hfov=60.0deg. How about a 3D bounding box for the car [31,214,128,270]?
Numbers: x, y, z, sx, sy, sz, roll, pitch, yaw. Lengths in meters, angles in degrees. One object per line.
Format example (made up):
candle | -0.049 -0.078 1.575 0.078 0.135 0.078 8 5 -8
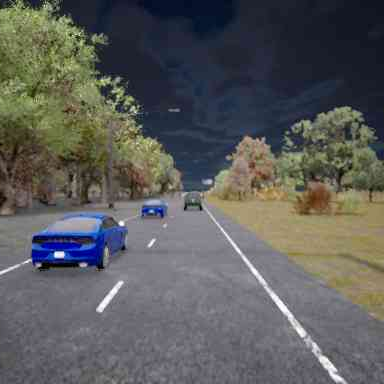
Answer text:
car | -3.399 1.447 10.990 1.882 1.535 5.008 0 0 0

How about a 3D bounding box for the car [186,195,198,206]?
car | 0.006 1.339 52.622 1.882 1.535 5.008 0 0 0

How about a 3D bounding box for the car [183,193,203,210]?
car | 0.109 1.105 40.804 2.150 2.045 5.566 0 -1 0

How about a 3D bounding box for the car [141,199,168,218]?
car | -3.251 1.397 29.610 1.882 1.535 5.008 0 0 1
